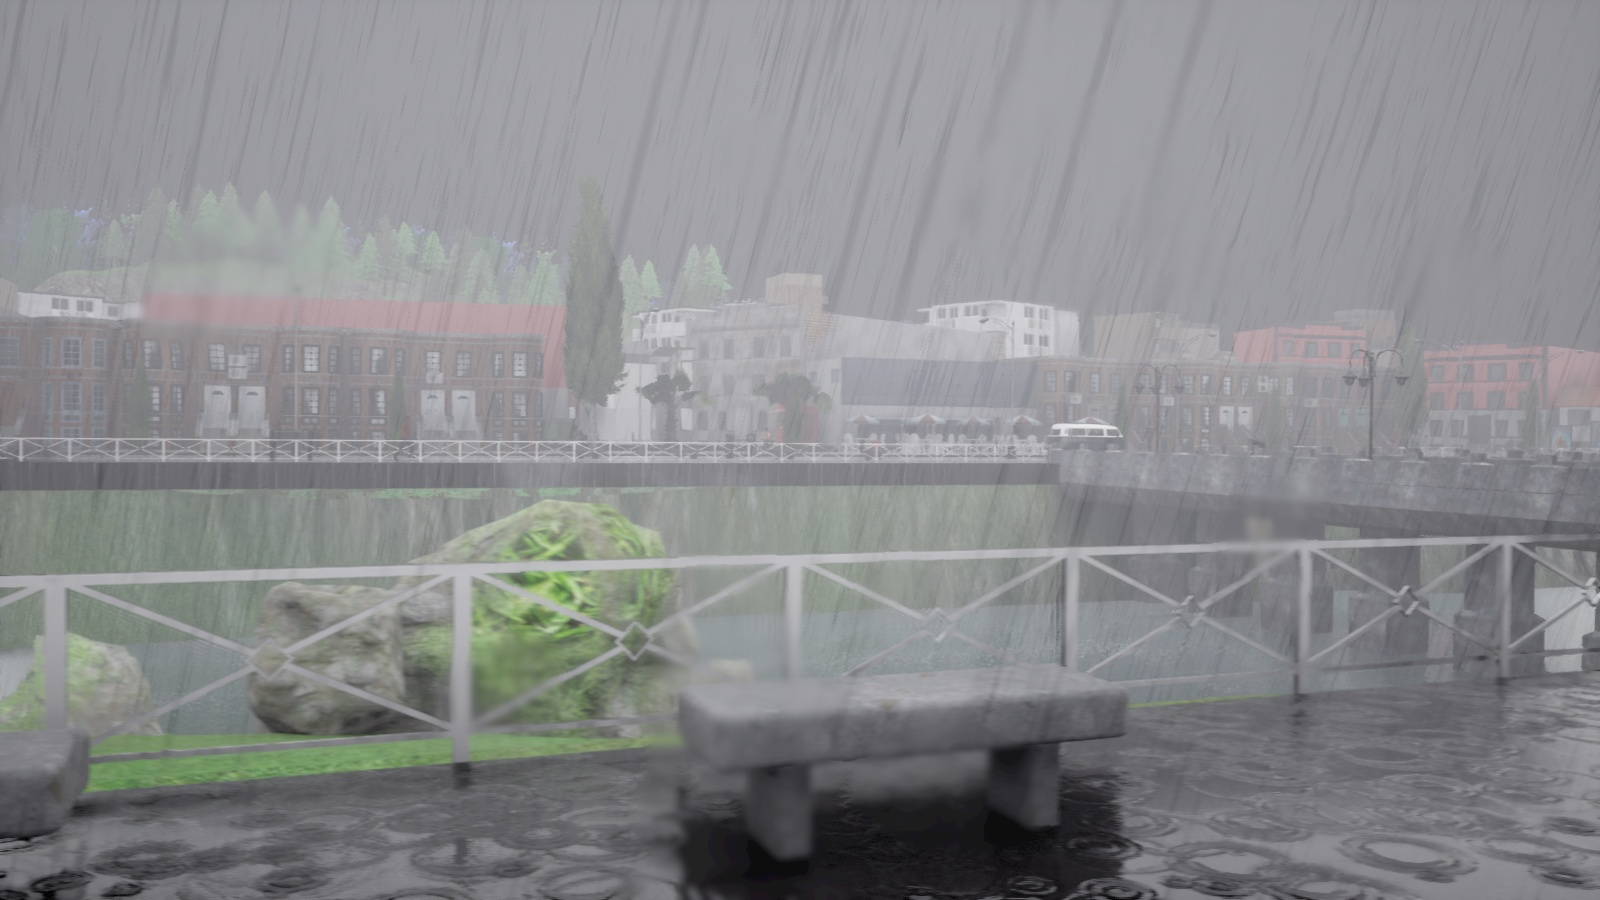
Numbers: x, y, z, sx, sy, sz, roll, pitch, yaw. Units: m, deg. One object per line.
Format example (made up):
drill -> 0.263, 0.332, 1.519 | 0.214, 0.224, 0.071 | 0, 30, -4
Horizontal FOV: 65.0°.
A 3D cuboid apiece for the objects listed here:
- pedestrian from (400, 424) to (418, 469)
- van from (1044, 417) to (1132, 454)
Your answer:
pedestrian -> -15.854, -0.146, 50.861 | 0.636, 1.846, 0.331 | -1, 1, -23
van -> 16.442, -0.823, 71.705 | 4.480, 2.038, 2.069 | -1, 1, -21
